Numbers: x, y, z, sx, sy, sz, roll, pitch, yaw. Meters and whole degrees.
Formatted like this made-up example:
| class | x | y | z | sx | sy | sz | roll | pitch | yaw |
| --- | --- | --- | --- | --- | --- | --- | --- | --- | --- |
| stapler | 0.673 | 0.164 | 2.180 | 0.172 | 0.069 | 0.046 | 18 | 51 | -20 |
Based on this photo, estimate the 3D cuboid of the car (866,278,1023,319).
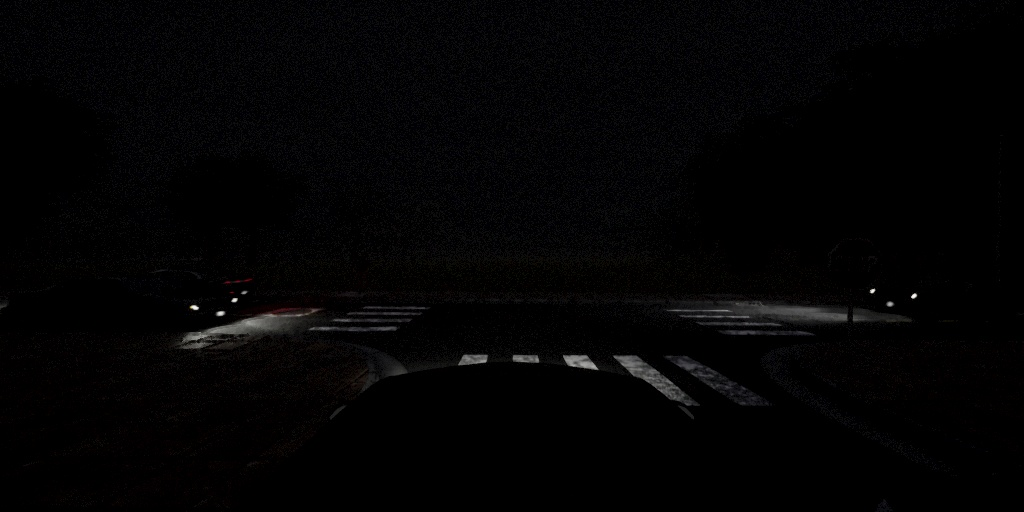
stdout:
| class | x | y | z | sx | sy | sz | roll | pitch | yaw |
| --- | --- | --- | --- | --- | --- | --- | --- | --- | --- |
| car | 16.193 | 1.480 | 13.237 | 4.718 | 1.301 | 1.895 | 1 | 1 | 0 |

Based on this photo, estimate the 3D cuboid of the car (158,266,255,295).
| class | x | y | z | sx | sy | sz | roll | pitch | yaw |
| --- | --- | --- | --- | --- | --- | --- | --- | --- | --- |
| car | -12.383 | 1.141 | 13.365 | 4.902 | 1.511 | 2.128 | 0 | 1 | 0 |

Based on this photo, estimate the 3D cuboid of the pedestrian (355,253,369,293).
| class | x | y | z | sx | sy | sz | roll | pitch | yaw |
| --- | --- | --- | --- | --- | --- | --- | --- | --- | --- |
| pedestrian | -6.804 | 0.757 | 16.241 | 0.375 | 1.860 | 0.375 | 0 | 1 | 0 |

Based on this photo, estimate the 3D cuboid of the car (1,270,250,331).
| class | x | y | z | sx | sy | sz | roll | pitch | yaw |
| --- | --- | --- | --- | --- | --- | --- | --- | --- | --- |
| car | -11.124 | 1.268 | 10.411 | 5.357 | 1.411 | 2.033 | 0 | 1 | 0 |
